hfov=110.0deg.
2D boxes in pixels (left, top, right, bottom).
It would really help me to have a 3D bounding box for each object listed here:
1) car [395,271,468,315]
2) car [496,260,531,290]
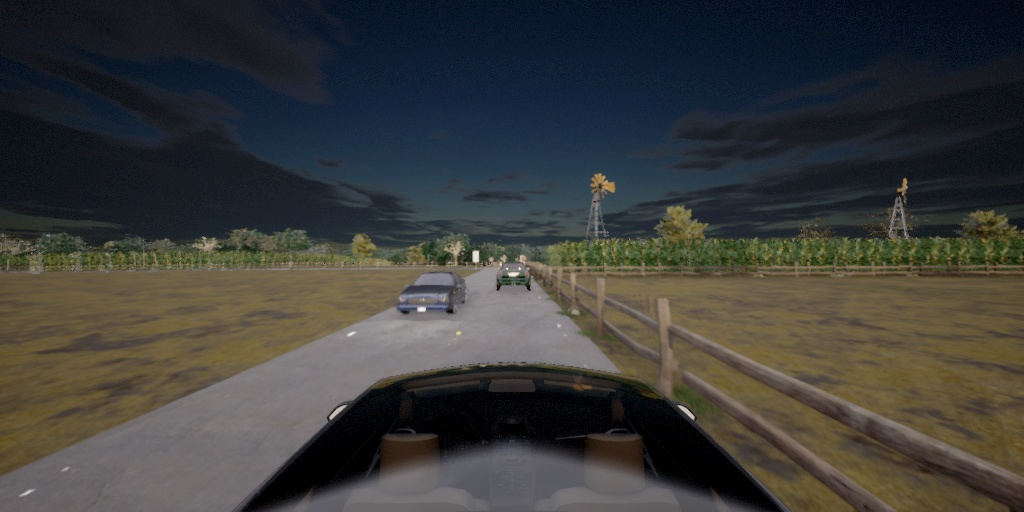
[{"bbox_3d":[-2.848,1.309,13.974,2.033,1.411,5.357,0,0,0],"label":"car"},{"bbox_3d":[0.087,1.141,23.141,2.097,1.767,4.553,0,0,0],"label":"car"}]
